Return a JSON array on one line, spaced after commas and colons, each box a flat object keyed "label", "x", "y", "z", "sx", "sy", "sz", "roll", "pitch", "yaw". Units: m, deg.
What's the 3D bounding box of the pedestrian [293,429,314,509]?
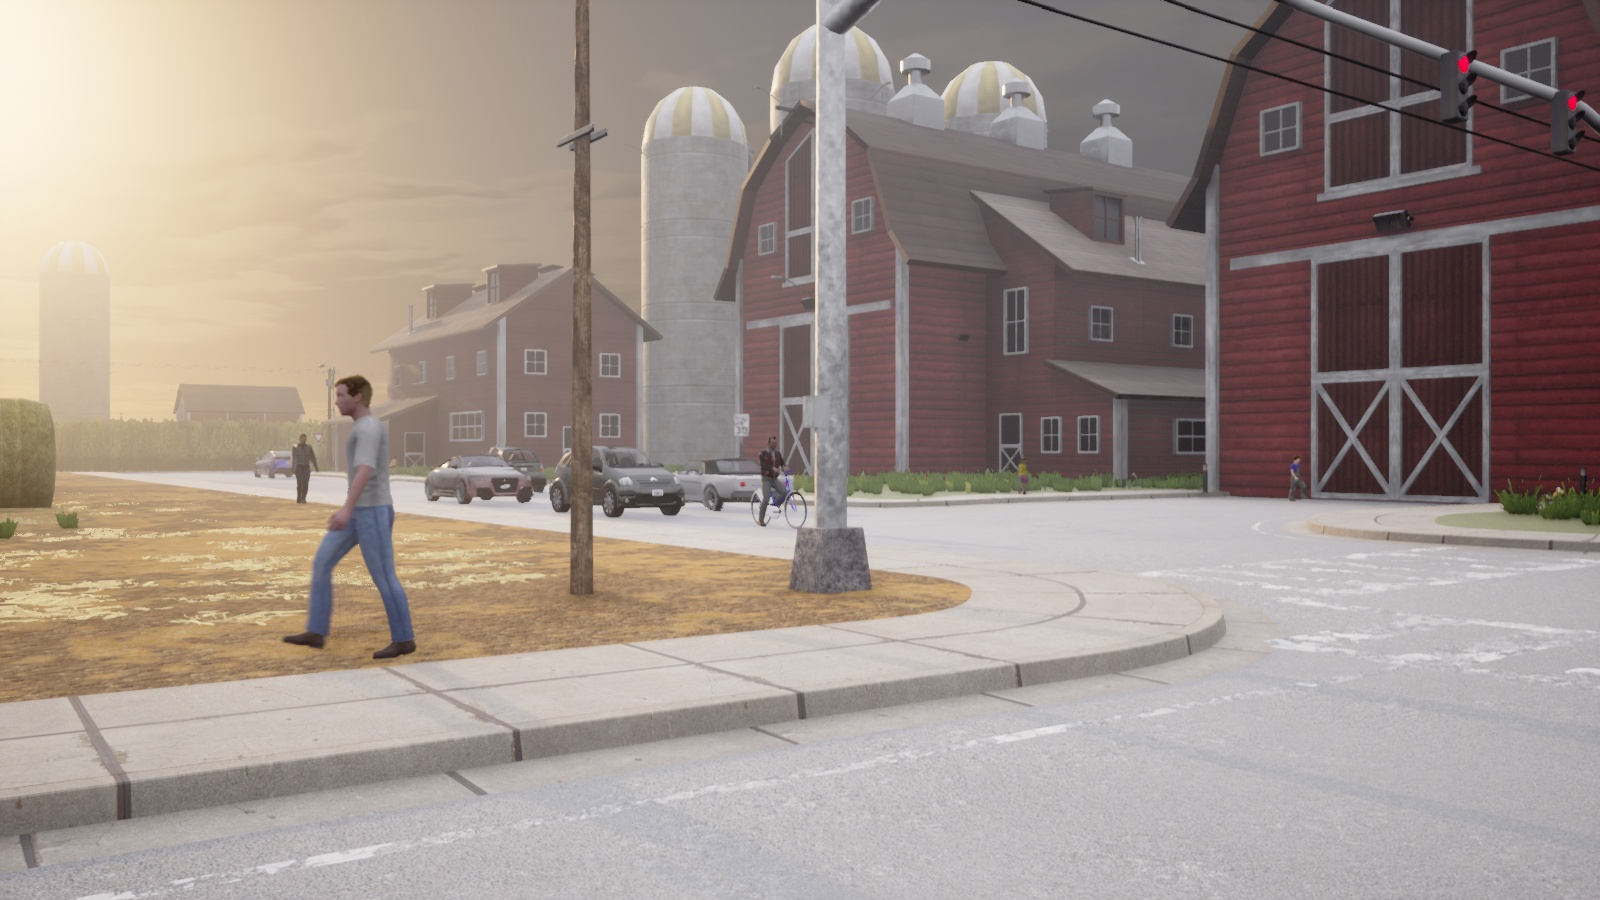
[{"label": "pedestrian", "x": -12.402, "y": 0.468, "z": 31.356, "sx": 0.423, "sy": 1.949, "sz": 0.788, "roll": 0, "pitch": 0, "yaw": -25}]

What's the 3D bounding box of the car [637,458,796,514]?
[{"label": "car", "x": -2.247, "y": 0.881, "z": 32.554, "sx": 1.895, "sy": 1.301, "sz": 4.718, "roll": 0, "pitch": 0, "yaw": -36}]

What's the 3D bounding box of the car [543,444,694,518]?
[{"label": "car", "x": -4.310, "y": 0.680, "z": 29.434, "sx": 1.851, "sy": 1.617, "sz": 3.988, "roll": 0, "pitch": 0, "yaw": -36}]

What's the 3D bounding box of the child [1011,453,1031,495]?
[{"label": "child", "x": 6.162, "y": 0.676, "z": 35.015, "sx": 0.473, "sy": 1.160, "sz": 0.299, "roll": 0, "pitch": 0, "yaw": -21}]

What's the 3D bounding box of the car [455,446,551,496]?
[{"label": "car", "x": -10.424, "y": 0.679, "z": 43.846, "sx": 1.851, "sy": 1.617, "sz": 3.988, "roll": -1, "pitch": 1, "yaw": -36}]

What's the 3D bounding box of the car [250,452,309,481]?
[{"label": "car", "x": -28.634, "y": 0.874, "z": 69.024, "sx": 2.007, "sy": 1.525, "sz": 4.514, "roll": 0, "pitch": 0, "yaw": -36}]

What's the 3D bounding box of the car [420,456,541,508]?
[{"label": "car", "x": -9.305, "y": 0.874, "z": 36.336, "sx": 1.994, "sy": 1.385, "sz": 4.181, "roll": 0, "pitch": 0, "yaw": -36}]

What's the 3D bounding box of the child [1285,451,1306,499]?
[{"label": "child", "x": 13.218, "y": 0.661, "z": 33.490, "sx": 0.270, "sy": 1.263, "sz": 0.437, "roll": 0, "pitch": 0, "yaw": -31}]

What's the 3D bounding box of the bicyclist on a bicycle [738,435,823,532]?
[{"label": "bicyclist on a bicycle", "x": -0.399, "y": 0.624, "z": 24.027, "sx": 0.659, "sy": 1.776, "sz": 1.843, "roll": -1, "pitch": 0, "yaw": -36}]

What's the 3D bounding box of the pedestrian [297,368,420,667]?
[{"label": "pedestrian", "x": -2.816, "y": 0.412, "z": 8.002, "sx": 0.706, "sy": 1.836, "sz": 0.354, "roll": 0, "pitch": 0, "yaw": -24}]
